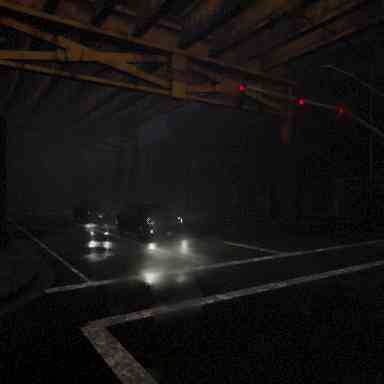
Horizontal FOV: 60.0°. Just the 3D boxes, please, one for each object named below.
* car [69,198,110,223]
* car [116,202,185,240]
[{"bbox_3d":[-7.861,1.492,25.841,2.128,1.511,4.902,0,0,-33],"label":"car"},{"bbox_3d":[-2.265,1.352,17.260,2.097,1.767,4.553,0,0,-33],"label":"car"}]
